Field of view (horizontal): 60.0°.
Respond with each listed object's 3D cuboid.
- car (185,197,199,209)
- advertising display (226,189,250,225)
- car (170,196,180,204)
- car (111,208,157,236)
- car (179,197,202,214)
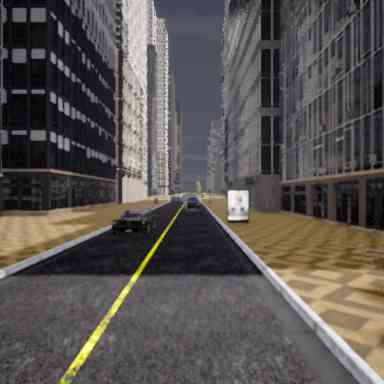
[{"bbox_3d":[0.036,1.493,47.549,1.837,1.490,4.892,0,1,0],"label":"car"},{"bbox_3d":[3.138,1.020,22.668,1.540,2.440,0.280,0,0,0],"label":"advertising display"},{"bbox_3d":[-2.995,1.529,61.567,2.033,1.411,5.357,0,0,0],"label":"car"},{"bbox_3d":[-3.093,1.597,18.514,1.895,1.301,4.718,0,0,0],"label":"car"},{"bbox_3d":[0.059,1.483,35.589,2.128,1.511,4.902,0,0,0],"label":"car"}]
